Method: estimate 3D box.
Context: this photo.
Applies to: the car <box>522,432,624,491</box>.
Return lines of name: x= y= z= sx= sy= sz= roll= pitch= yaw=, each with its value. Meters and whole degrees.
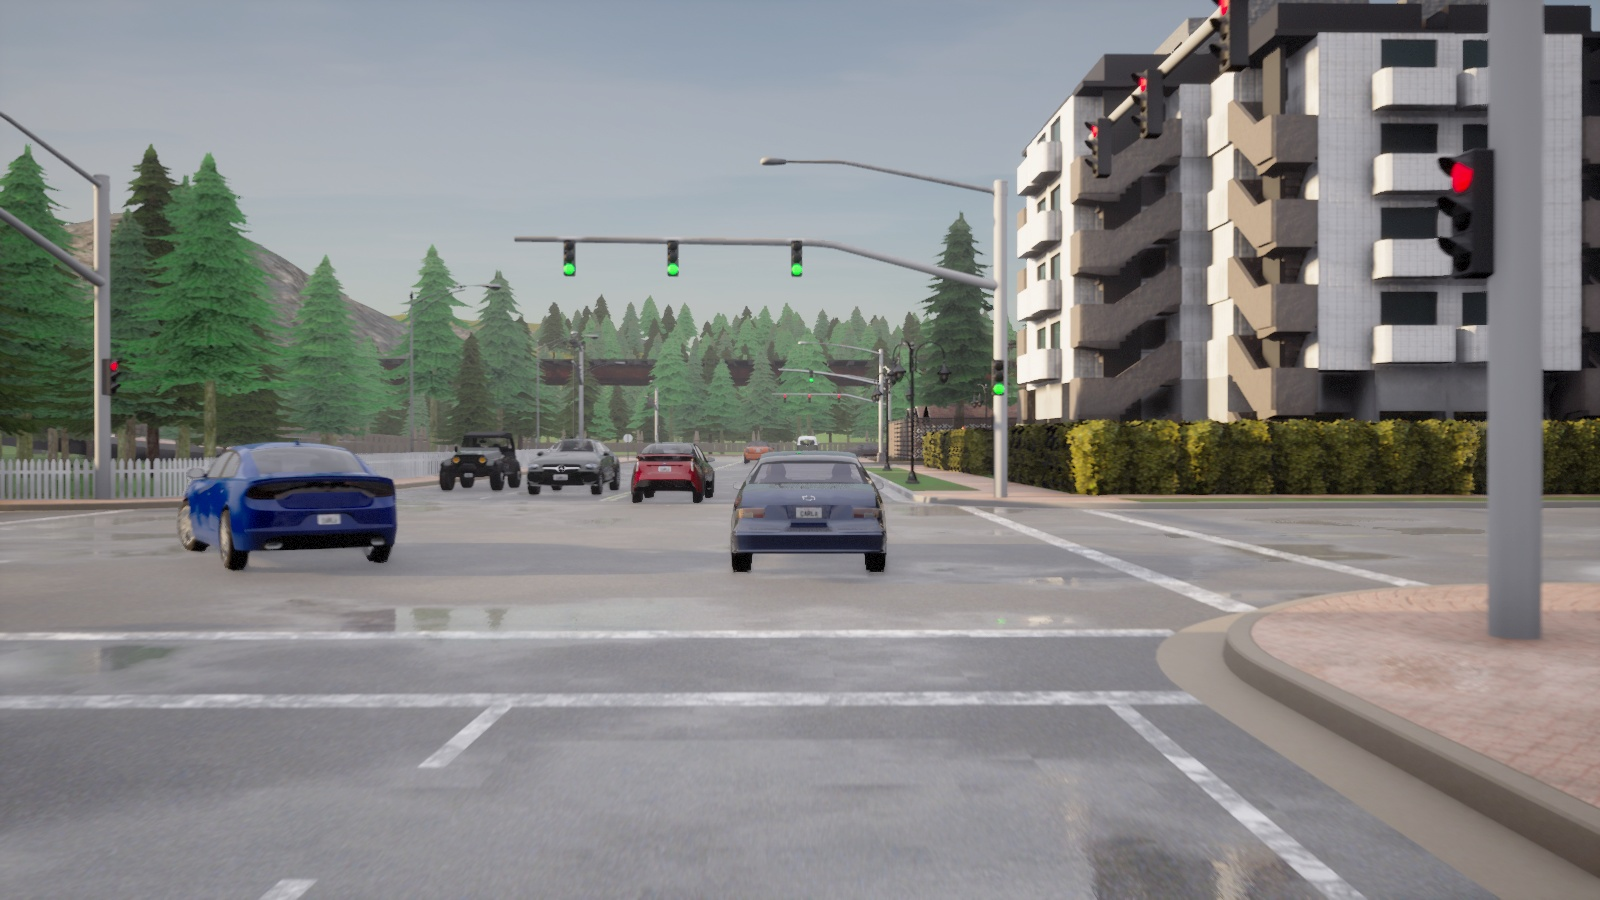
car: x=-6.769 y=0.306 z=37.979 sx=2.152 sy=1.651 sz=5.027 roll=0 pitch=0 yaw=0

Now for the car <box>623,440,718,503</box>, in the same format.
car: x=-3.298 y=0.505 z=32.894 sx=2.007 sy=1.525 sz=4.514 roll=0 pitch=0 yaw=0

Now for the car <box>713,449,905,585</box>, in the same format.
car: x=0.106 y=0.704 z=15.966 sx=2.033 sy=1.411 sz=5.357 roll=0 pitch=0 yaw=0

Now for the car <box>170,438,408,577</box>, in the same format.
car: x=-6.852 y=0.626 z=16.484 sx=1.882 sy=1.535 sz=5.008 roll=0 pitch=0 yaw=-34

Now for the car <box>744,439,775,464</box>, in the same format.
car: x=-2.963 y=0.085 z=91.913 sx=2.097 sy=1.767 sz=4.553 roll=0 pitch=0 yaw=0

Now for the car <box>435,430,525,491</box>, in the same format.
car: x=-10.255 y=0.306 z=40.510 sx=1.905 sy=1.878 sz=3.866 roll=0 pitch=0 yaw=0
